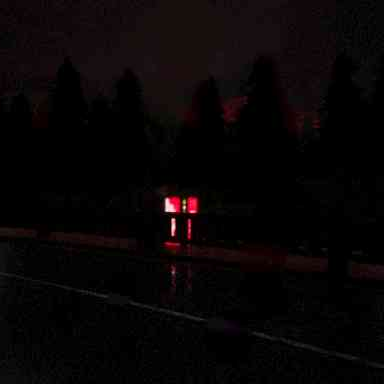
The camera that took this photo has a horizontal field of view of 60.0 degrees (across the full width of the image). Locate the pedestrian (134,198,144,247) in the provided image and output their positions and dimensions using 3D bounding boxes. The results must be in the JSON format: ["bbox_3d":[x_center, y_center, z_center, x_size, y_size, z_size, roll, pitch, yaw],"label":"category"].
[{"bbox_3d":[-1.973,1.141,12.691,0.375,1.860,0.375,0,0,31],"label":"pedestrian"}]

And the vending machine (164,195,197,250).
[{"bbox_3d":[-0.438,1.195,13.472,0.880,2.100,1.100,0,0,31],"label":"vending machine"}]
